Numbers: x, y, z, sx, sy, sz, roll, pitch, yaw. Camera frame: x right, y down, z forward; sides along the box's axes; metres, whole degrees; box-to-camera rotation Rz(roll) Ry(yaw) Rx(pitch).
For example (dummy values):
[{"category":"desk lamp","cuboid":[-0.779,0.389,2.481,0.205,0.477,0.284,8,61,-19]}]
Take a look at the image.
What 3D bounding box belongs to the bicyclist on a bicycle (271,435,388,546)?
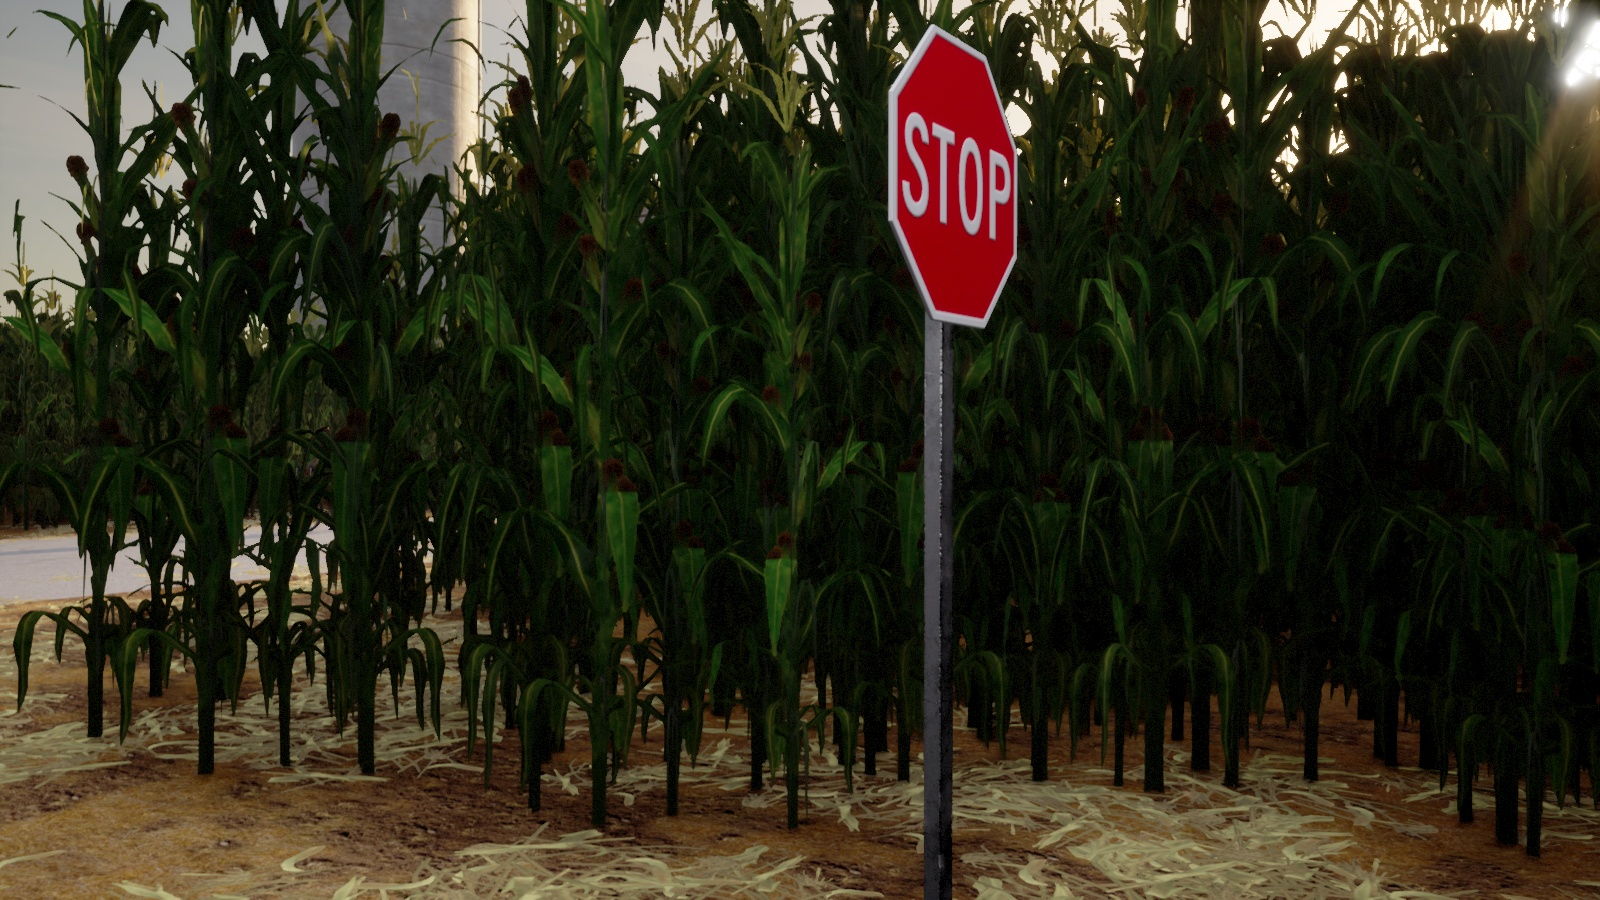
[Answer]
[{"category":"bicyclist on a bicycle","cuboid":[-7.210,0.604,19.314,0.582,1.620,1.656,-1,-1,33]}]
